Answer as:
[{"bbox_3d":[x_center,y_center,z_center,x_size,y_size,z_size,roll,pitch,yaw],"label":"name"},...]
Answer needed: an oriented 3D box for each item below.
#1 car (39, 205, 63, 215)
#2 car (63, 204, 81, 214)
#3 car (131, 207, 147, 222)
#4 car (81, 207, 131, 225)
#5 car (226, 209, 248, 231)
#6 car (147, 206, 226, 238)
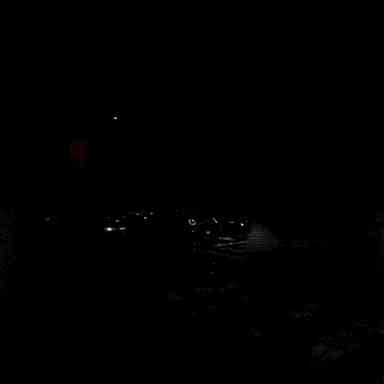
[{"bbox_3d":[-19.889,2.476,46.391,1.994,1.385,4.181,0,-1,-36],"label":"car"},{"bbox_3d":[-17.552,2.463,48.711,2.033,1.411,5.357,0,-1,-36],"label":"car"},{"bbox_3d":[-5.575,2.126,32.185,1.895,1.301,4.718,0,-1,-36],"label":"car"},{"bbox_3d":[-7.743,2.063,29.640,2.033,1.411,5.357,0,-1,-36],"label":"car"},{"bbox_3d":[1.643,1.801,22.302,1.837,1.490,4.892,0,-1,-36],"label":"car"},{"bbox_3d":[-0.457,1.636,19.666,2.097,1.767,4.553,0,-1,-36],"label":"car"}]
